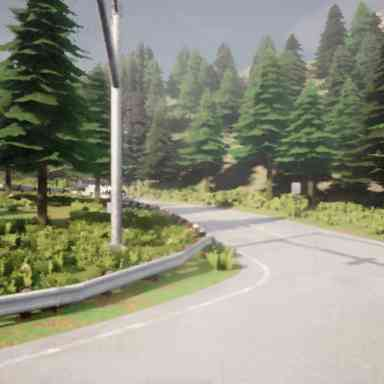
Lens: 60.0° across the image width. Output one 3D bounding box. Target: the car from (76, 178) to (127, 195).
[{"bbox_3d":[-9.436,-0.366,34.555,5.566,2.045,2.150,6,2,21],"label":"car"}]
